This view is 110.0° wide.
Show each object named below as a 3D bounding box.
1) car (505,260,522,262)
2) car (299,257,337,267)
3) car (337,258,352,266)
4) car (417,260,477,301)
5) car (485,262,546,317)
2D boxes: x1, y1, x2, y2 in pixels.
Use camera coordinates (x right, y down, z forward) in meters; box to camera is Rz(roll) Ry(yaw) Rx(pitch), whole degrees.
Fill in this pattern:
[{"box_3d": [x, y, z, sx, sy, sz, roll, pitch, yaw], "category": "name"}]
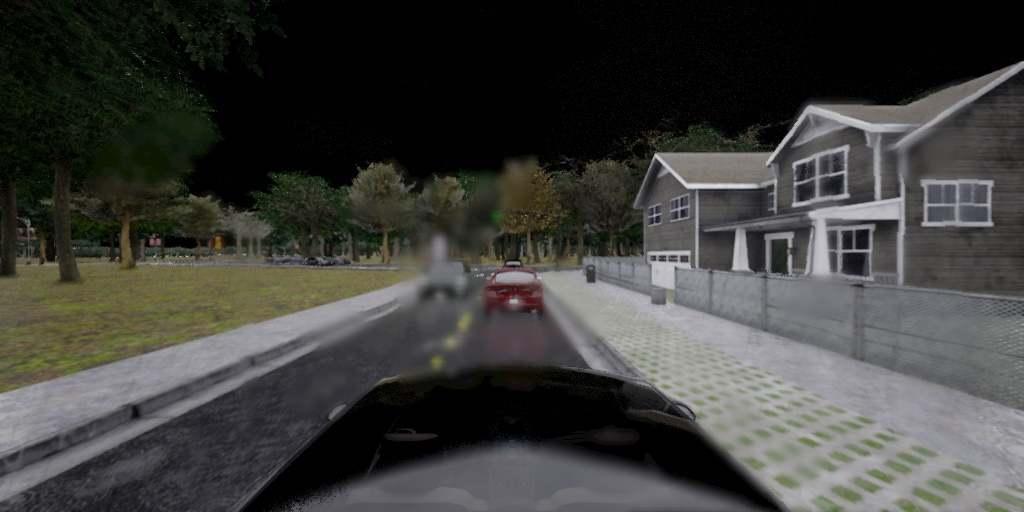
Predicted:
[{"box_3d": [0.138, 1.077, 28.918, 1.837, 1.490, 4.892, 0, 0, 1], "category": "car"}, {"box_3d": [-29.845, 0.921, 55.078, 4.892, 1.490, 1.837, 0, 0, 24], "category": "car"}, {"box_3d": [-28.518, 0.955, 58.069, 5.357, 1.411, 2.033, 0, 0, 24], "category": "car"}, {"box_3d": [-2.837, 1.004, 16.486, 2.097, 1.767, 4.553, 0, 0, 0], "category": "car"}, {"box_3d": [0.102, 1.154, 12.763, 1.882, 1.535, 5.008, 0, 1, 0], "category": "car"}]
